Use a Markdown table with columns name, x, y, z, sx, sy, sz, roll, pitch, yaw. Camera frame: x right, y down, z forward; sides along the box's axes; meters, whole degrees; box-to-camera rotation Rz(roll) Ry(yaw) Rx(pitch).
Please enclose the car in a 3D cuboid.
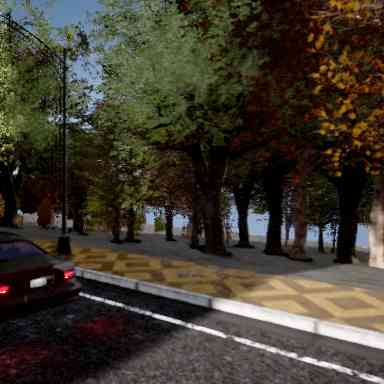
| name | x | y | z | sx | sy | sz | roll | pitch | yaw |
| --- | --- | --- | --- | --- | --- | --- | --- | --- | --- |
| car | -4.583 | 1.535 | 6.947 | 5.357 | 1.411 | 2.033 | 0 | 0 | 35 |
